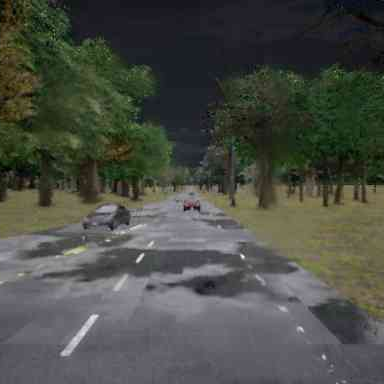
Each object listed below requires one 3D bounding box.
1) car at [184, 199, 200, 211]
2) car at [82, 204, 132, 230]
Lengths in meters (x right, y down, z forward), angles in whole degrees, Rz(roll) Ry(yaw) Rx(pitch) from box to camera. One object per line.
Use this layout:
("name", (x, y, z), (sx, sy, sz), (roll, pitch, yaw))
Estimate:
("car", (0.001, 1.458, 38.892), (1.895, 1.301, 4.718), (0, 0, 0))
("car", (-5.122, 1.477, 20.720), (1.812, 1.442, 4.674), (0, 0, 7))
